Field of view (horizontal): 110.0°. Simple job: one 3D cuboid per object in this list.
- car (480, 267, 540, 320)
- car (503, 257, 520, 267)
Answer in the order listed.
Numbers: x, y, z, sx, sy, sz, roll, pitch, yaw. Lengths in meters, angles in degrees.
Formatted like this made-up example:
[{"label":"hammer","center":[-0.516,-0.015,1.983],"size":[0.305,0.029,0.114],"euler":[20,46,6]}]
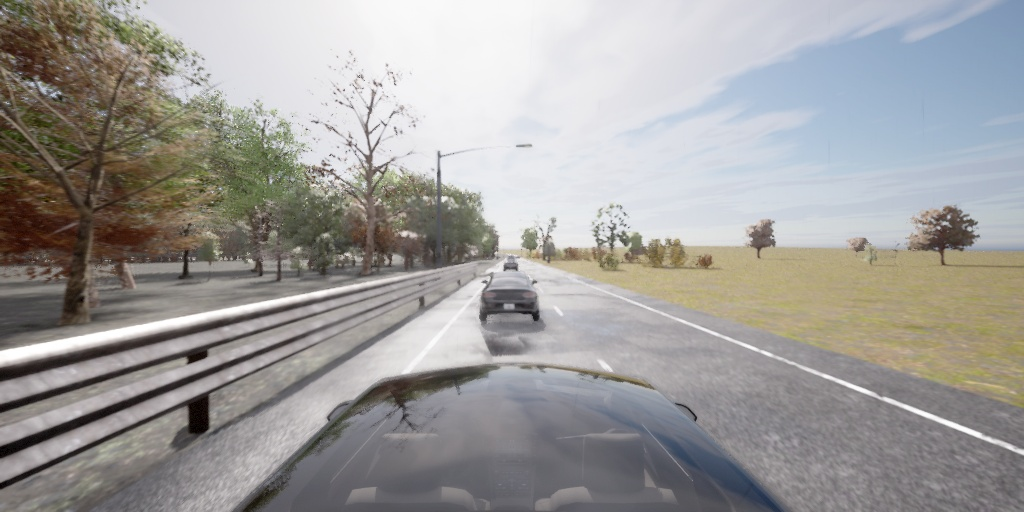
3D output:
[{"label":"car","center":[-0.074,1.262,12.420],"size":[1.812,1.442,4.674],"euler":[0,0,0]},{"label":"car","center":[-0.113,1.171,45.690],"size":[2.128,1.511,4.902],"euler":[0,0,0]}]
